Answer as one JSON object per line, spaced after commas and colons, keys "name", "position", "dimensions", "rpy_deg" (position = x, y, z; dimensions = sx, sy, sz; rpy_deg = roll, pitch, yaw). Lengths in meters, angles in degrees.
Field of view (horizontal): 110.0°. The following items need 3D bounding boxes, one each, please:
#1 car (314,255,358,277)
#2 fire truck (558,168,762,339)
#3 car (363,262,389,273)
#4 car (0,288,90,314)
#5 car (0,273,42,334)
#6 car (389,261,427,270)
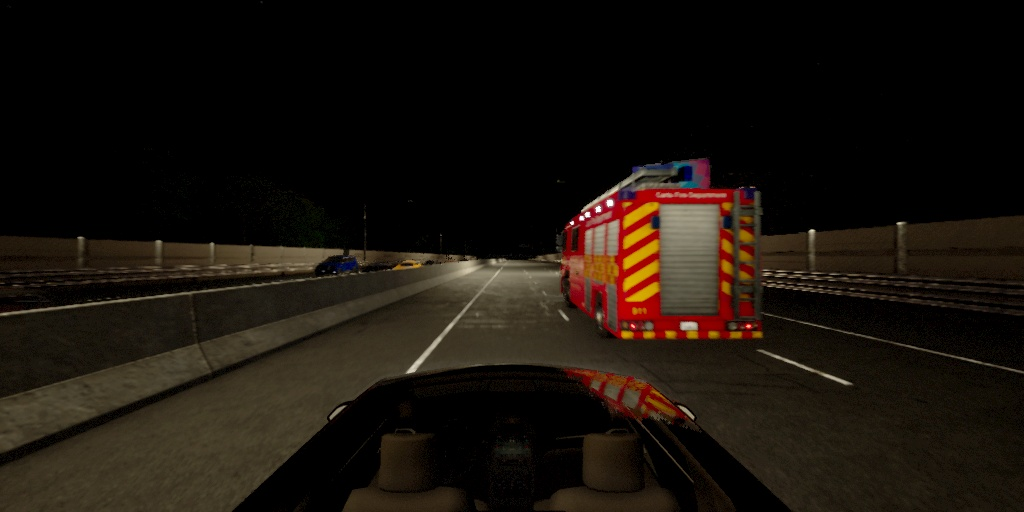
{"name": "car", "position": [-17.522, 1.002, 36.111], "dimensions": [2.150, 2.045, 5.566], "rpy_deg": [0, 2, 0]}
{"name": "fire truck", "position": [3.506, 0.098, 11.134], "dimensions": [2.891, 3.827, 8.468], "rpy_deg": [0, 0, 0]}
{"name": "car", "position": [-14.031, 1.353, 37.693], "dimensions": [1.994, 1.385, 4.181], "rpy_deg": [0, 0, 1]}
{"name": "car", "position": [-10.600, 1.359, 6.779], "dimensions": [1.895, 1.301, 4.718], "rpy_deg": [0, 0, 0]}
{"name": "car", "position": [-14.098, 1.238, 7.531], "dimensions": [1.882, 1.535, 5.008], "rpy_deg": [0, 0, 0]}
{"name": "car", "position": [-10.539, 1.267, 36.731], "dimensions": [1.882, 1.535, 5.008], "rpy_deg": [0, 1, 1]}
